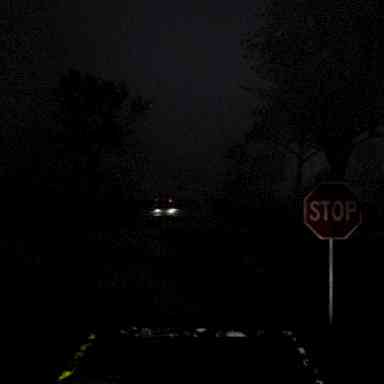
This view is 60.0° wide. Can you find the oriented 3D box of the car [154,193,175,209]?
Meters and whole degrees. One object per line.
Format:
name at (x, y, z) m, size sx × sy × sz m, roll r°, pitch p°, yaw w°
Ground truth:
car at (-3.067, 0.909, 37.603) m, size 2.097 × 1.767 × 4.553 m, roll 0°, pitch 1°, yaw 0°
